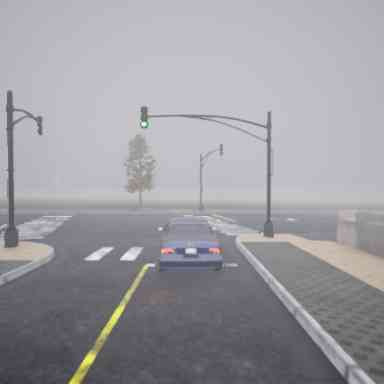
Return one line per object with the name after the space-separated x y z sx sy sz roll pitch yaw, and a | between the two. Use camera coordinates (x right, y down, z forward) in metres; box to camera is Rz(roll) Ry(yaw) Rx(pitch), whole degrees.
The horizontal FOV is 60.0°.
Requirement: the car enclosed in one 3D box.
-0.151 1.535 10.898 2.033 1.411 5.357 0 0 -3 | car
